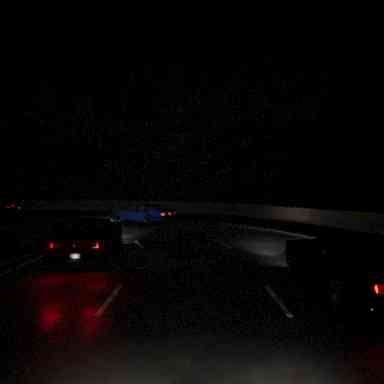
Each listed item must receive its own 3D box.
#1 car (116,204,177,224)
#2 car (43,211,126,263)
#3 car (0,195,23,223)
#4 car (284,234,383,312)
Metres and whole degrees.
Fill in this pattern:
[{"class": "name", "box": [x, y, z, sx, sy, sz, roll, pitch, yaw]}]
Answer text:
[{"class": "car", "box": [-3.661, 1.556, 24.572, 5.357, 1.411, 2.033, 0, 0, 33]}, {"class": "car", "box": [-3.669, 1.604, 12.027, 1.895, 1.301, 4.718, 0, 0, -6]}, {"class": "car", "box": [-15.106, 1.221, 23.721, 5.566, 2.045, 2.150, 0, -1, -5]}, {"class": "car", "box": [3.614, 1.607, 7.642, 1.895, 1.301, 4.718, 0, 0, 0]}]
